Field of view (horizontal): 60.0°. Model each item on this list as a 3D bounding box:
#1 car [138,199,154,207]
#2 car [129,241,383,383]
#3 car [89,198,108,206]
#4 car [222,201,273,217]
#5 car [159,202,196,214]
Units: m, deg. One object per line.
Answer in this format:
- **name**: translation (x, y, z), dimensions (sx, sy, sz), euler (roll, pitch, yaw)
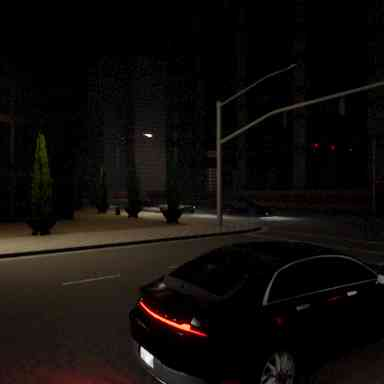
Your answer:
- **car**: translation (-7.584, 1.645, 49.967), dimensions (1.895, 1.301, 4.718), euler (0, 0, -36)
- **car**: translation (1.505, 1.503, 4.930), dimensions (4.892, 1.490, 1.837), euler (0, 0, -35)
- **car**: translation (-15.497, 1.611, 55.002), dimensions (1.994, 1.385, 4.181), euler (0, 0, -35)
- **car**: translation (5.238, 1.592, 32.254), dimensions (2.033, 1.411, 5.357), euler (0, 0, -36)
- **car**: translation (-1.613, 1.647, 35.743), dimensions (1.895, 1.301, 4.718), euler (0, 0, -36)
